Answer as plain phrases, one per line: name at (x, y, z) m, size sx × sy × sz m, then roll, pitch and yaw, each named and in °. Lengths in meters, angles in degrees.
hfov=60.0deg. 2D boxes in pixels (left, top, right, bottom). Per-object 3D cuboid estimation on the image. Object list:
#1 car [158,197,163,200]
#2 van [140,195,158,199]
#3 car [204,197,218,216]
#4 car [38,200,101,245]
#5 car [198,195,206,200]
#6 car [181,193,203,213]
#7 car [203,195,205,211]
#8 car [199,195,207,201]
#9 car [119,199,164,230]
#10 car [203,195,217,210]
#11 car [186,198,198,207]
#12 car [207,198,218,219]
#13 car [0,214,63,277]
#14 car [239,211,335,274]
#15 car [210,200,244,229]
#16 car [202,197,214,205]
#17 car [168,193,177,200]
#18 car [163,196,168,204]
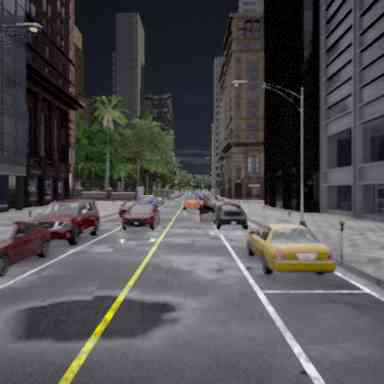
car at (-5.776, 1.430, 48.138) m, size 1.967 × 1.590 × 4.097 m, roll 0°, pitch 0°, yaw 0°
van at (-5.775, 1.331, 42.711) m, size 1.690 × 1.788 × 3.998 m, roll 0°, pitch 0°, yaw 0°
car at (2.752, 1.541, 37.273) m, size 2.008 × 1.369 × 4.403 m, roll 0°, pitch 0°, yaw 0°
car at (-5.770, 1.308, 15.581) m, size 2.192 × 1.841 × 5.009 m, roll 0°, pitch 0°, yaw 0°
car at (2.742, 1.535, 90.831) m, size 1.947 × 1.339 × 4.313 m, roll 0°, pitch 0°, yaw 0°
car at (0.015, 1.342, 42.476) m, size 2.097 × 1.767 × 4.553 m, roll 0°, pitch 0°, yaw 0°
car at (2.749, 1.304, 48.123) m, size 2.192 × 1.841 × 5.009 m, roll 0°, pitch 0°, yaw 0°
car at (2.743, 1.539, 85.411) m, size 1.947 × 1.339 × 4.313 m, roll 0°, pitch 0°, yaw 0°
car at (-3.102, 1.469, 21.022) m, size 1.882 × 1.535 × 5.008 m, roll 0°, pitch 0°, yaw 0°
car at (2.751, 1.515, 42.868) m, size 1.752 × 1.417 × 4.829 m, roll 0°, pitch 0°, yaw 0°
car at (-0.009, 1.590, 52.528) m, size 1.895 × 1.301 × 4.718 m, roll 0°, pitch 0°, yaw 0°
car at (2.752, 1.534, 31.848) m, size 1.887 × 1.381 × 4.507 m, roll 0°, pitch 0°, yaw 0°
car at (-5.768, 1.577, 10.155) m, size 1.802 × 1.307 × 4.206 m, roll 0°, pitch 0°, yaw 0°
car at (2.757, 1.520, 10.318) m, size 1.752 × 1.417 × 4.829 m, roll 0°, pitch 0°, yaw 0°
car at (2.350, 1.496, 21.273) m, size 1.837 × 1.490 × 4.892 m, roll 0°, pitch 0°, yaw 0°
car at (2.748, 1.552, 58.974) m, size 1.947 × 1.339 × 4.313 m, roll 0°, pitch 0°, yaw 0°
car at (-5.784, 1.520, 90.849) m, size 2.008 × 1.369 × 4.403 m, roll 0°, pitch 0°, yaw 0°
car at (-5.778, 1.569, 58.990) m, size 1.802 × 1.307 × 4.206 m, roll 0°, pitch 0°, yaw 0°
